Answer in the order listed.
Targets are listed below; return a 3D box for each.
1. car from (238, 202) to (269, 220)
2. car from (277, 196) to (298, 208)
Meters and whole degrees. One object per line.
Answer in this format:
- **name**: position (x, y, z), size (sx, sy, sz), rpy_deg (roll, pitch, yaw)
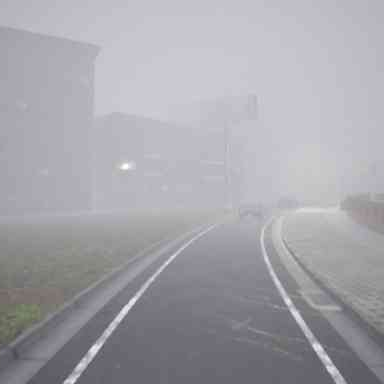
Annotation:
- **car**: position (5.381, 1.545, 28.424), size (1.895, 1.301, 4.718), rpy_deg (0, 1, 21)
- **car**: position (12.260, 1.189, 42.795), size (1.812, 1.442, 4.674), rpy_deg (0, 1, 31)
